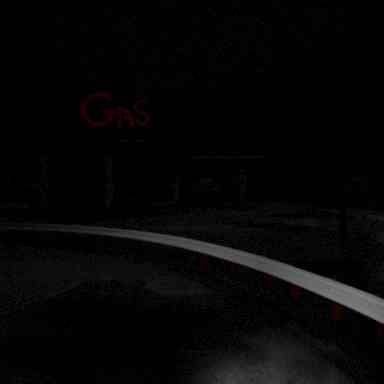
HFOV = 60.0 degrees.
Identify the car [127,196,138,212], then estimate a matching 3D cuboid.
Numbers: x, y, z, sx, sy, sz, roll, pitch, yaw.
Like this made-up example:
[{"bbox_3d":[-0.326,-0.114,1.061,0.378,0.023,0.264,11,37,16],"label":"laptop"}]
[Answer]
[{"bbox_3d":[-7.019,1.079,31.440,3.633,1.501,1.845,0,1,4],"label":"car"}]
